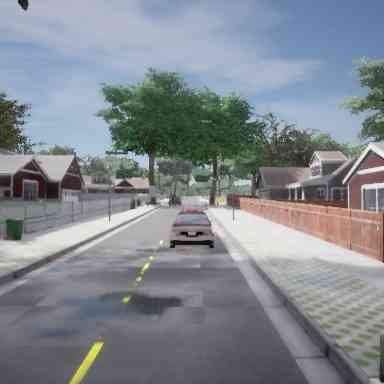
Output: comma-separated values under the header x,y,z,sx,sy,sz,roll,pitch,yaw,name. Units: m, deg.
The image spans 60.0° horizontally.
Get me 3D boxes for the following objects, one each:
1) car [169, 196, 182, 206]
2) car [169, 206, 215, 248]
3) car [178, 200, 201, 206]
x,y,z,sx,sy,sz,roll,pitch,yaw,name
-2.751,1.386,55.710,2.097,1.767,4.553,0,0,0,car
0.000,1.565,14.657,2.033,1.411,5.357,0,0,0,car
0.000,1.617,29.696,1.895,1.301,4.718,0,0,0,car
